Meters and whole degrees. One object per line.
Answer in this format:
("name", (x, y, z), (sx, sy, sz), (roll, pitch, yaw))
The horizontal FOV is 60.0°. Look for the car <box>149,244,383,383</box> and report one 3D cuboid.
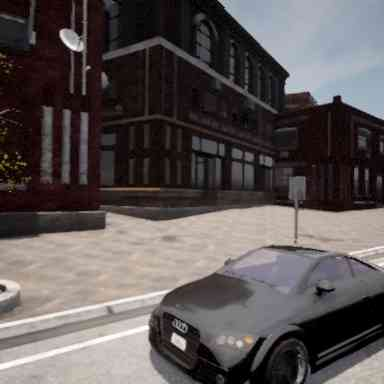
("car", (1.465, 1.549, 5.042), (4.181, 1.385, 1.994), (0, 0, -36))
